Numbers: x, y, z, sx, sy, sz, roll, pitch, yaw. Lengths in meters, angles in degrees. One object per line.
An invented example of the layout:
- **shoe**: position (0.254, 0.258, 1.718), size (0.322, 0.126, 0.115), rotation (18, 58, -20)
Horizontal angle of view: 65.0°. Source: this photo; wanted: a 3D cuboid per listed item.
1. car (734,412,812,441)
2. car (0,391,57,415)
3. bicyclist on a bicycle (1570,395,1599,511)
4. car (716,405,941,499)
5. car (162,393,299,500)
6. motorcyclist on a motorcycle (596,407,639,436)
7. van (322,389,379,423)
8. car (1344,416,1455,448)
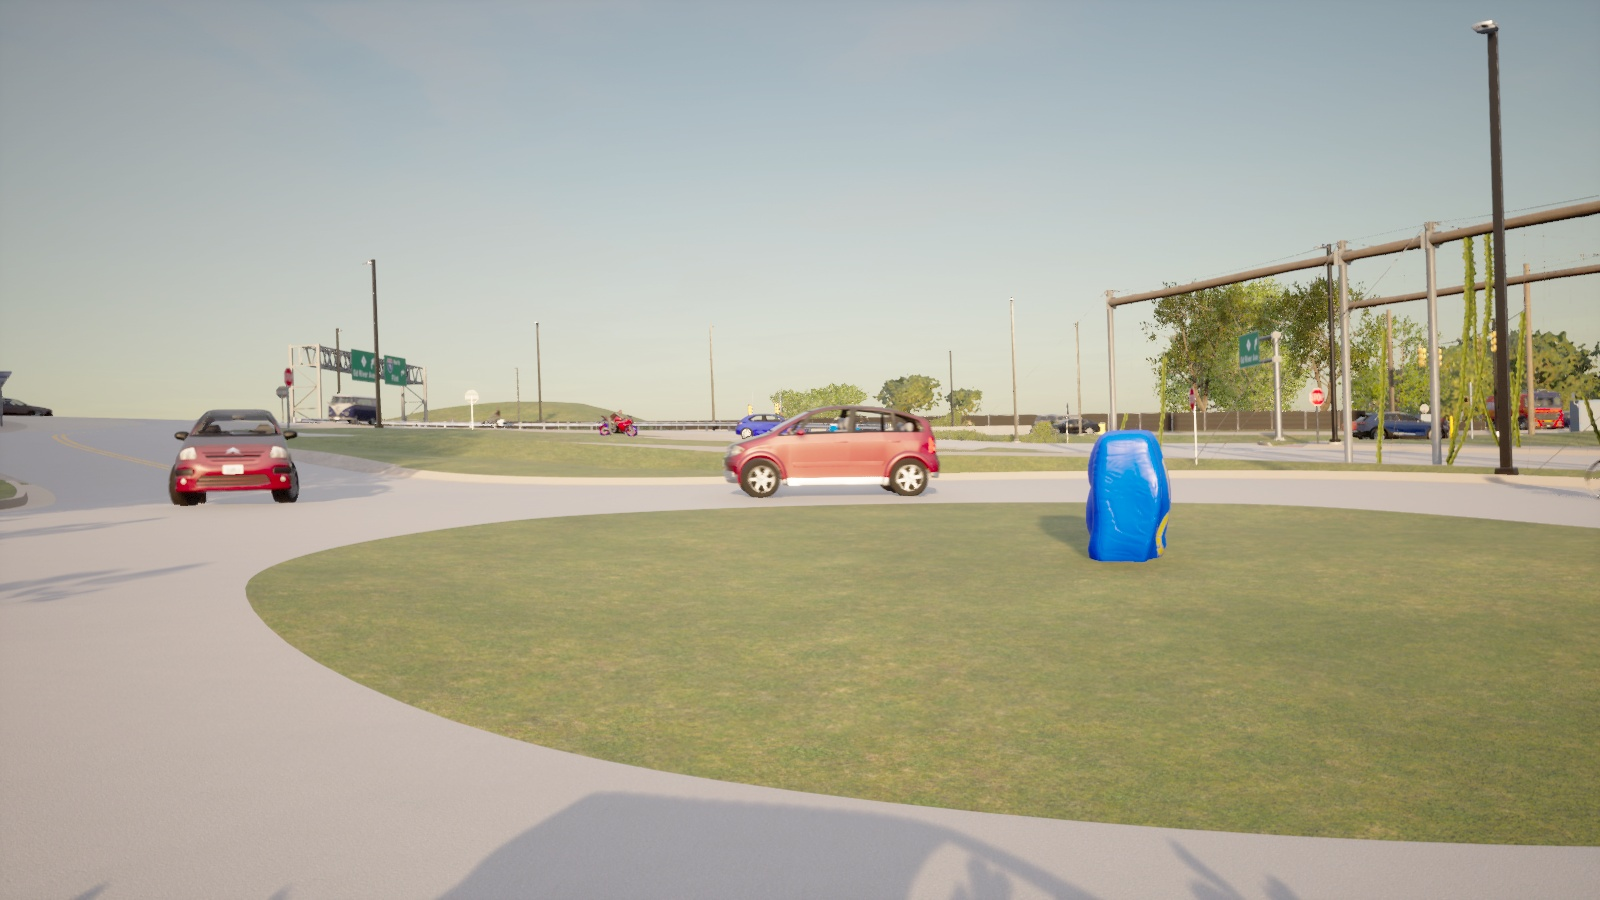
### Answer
- **car**: position (-1.491, -1.281, 69.861), size (4.193, 1.474, 1.816), rotation (2, 0, 3)
- **car**: position (-52.252, -3.115, 82.706), size (2.033, 1.411, 5.357), rotation (1, 0, 40)
- **bicyclist on a bicycle**: position (12.842, 0.055, 19.049), size (0.659, 1.776, 1.843), rotation (-4, 5, -44)
- **car**: position (0.430, 0.020, 21.774), size (3.705, 1.549, 1.789), rotation (0, 1, -6)
- **car**: position (-9.433, -0.022, 21.066), size (1.851, 1.617, 3.988), rotation (-1, -1, -21)
- **motorcyclist on a motorcycle**: position (-10.219, -1.577, 70.435), size (2.191, 1.530, 0.866), rotation (2, 0, 4)
- **van**: position (-29.212, -2.831, 81.816), size (1.775, 1.987, 4.442), rotation (2, 0, 4)
- **car**: position (31.614, -0.942, 66.342), size (4.856, 1.649, 2.033), rotation (0, 0, 3)
